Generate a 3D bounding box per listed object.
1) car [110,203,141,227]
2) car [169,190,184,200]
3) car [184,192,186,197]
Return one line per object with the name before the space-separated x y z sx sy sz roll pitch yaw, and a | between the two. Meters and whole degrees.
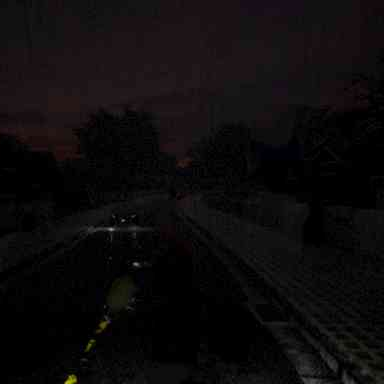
car | -4.601 1.531 23.381 1.812 1.442 4.674 0 0 -6
car | -3.342 0.581 65.699 2.150 2.045 5.566 0 1 3
car | -2.639 0.403 76.371 2.097 1.767 4.553 0 1 6
